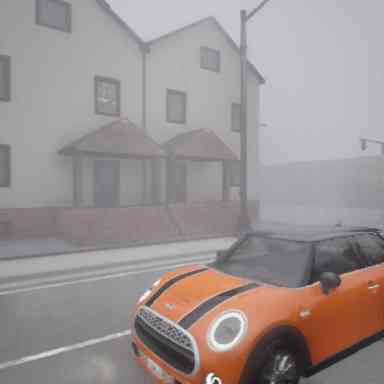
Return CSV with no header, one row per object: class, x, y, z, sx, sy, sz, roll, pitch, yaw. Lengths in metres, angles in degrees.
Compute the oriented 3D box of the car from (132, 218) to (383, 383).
car,1.420,1.343,4.972,4.553,1.767,2.097,0,0,-35
